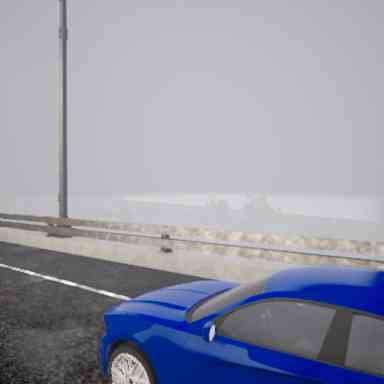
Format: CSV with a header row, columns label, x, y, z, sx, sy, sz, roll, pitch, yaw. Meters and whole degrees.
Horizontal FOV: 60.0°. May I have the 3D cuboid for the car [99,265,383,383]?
label,x,y,z,sx,sy,sz,roll,pitch,yaw
car,1.229,1.479,3.124,5.008,1.535,1.882,0,0,36
